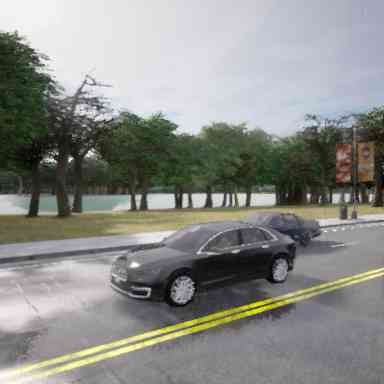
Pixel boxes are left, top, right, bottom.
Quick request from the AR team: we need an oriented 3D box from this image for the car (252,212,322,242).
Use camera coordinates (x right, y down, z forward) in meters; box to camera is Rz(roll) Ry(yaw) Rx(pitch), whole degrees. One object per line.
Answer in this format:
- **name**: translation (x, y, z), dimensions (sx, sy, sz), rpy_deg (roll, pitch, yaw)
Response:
- **car**: translation (3.236, 1.551, 13.955), dimensions (5.357, 1.411, 2.033), rpy_deg (0, 0, -35)

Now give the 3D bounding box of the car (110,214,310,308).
- **car**: translation (0.496, 1.506, 8.023), dimensions (4.892, 1.490, 1.837), rpy_deg (0, 0, -35)
